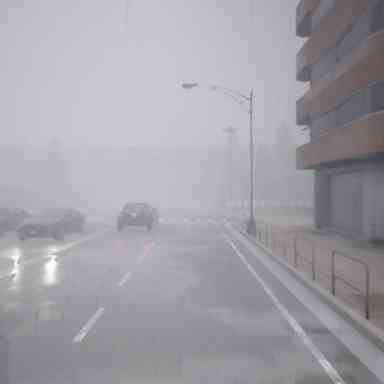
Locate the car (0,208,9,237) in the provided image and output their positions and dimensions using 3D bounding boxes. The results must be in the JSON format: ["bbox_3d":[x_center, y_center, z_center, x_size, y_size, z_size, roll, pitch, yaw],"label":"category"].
[{"bbox_3d":[-10.508,1.597,18.425,2.033,1.411,5.357,0,0,0],"label":"car"}]

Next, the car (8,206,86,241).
[{"bbox_3d":[-7.019,1.523,17.157,1.882,1.535,5.008,0,0,0],"label":"car"}]

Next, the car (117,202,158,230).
[{"bbox_3d":[-3.403,1.409,21.628,2.097,1.767,4.553,0,0,0],"label":"car"}]
